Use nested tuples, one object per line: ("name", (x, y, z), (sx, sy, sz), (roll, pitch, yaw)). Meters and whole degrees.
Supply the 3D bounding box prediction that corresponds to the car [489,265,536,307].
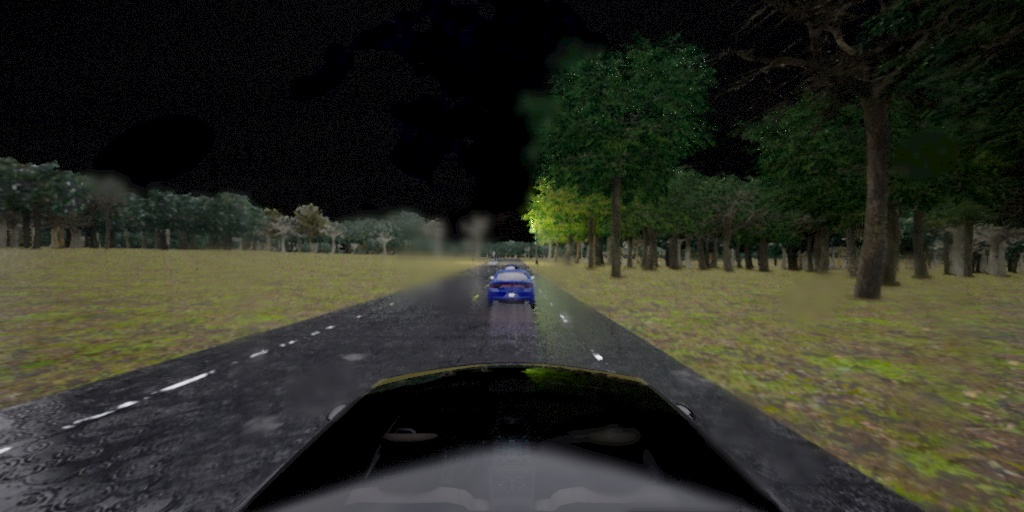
("car", (0.020, 1.336, 16.070), (1.882, 1.535, 5.008), (0, 0, 0))
